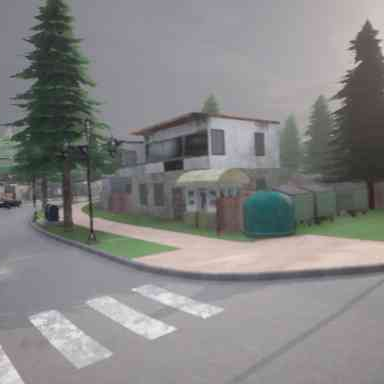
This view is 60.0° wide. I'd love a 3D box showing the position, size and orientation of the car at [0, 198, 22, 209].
[{"bbox_3d":[-23.521,1.451,42.438,1.895,1.301,4.718,-3,2,-6],"label":"car"}]
